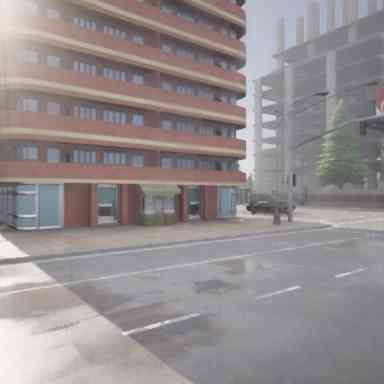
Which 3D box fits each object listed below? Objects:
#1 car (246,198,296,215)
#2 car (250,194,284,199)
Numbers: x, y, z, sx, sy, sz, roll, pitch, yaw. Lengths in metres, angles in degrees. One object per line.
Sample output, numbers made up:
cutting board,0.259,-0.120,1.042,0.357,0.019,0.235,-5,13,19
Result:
car,7.619,1.592,32.681,1.895,1.301,4.718,0,0,-36
car,8.774,1.212,37.025,2.150,2.045,5.566,0,0,-36
